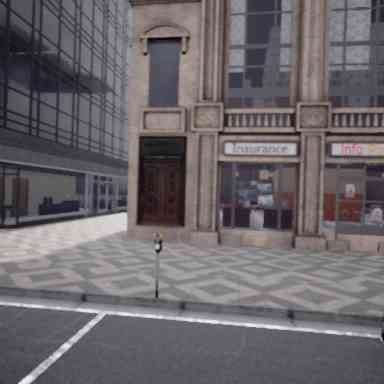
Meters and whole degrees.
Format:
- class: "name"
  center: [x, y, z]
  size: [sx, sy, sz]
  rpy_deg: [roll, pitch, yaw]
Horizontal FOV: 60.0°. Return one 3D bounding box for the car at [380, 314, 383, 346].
- class: "car"
  center: [4.621, 1.604, 3.978]
  size: [4.097, 1.590, 1.967]
  rpy_deg: [2, 0, 8]
